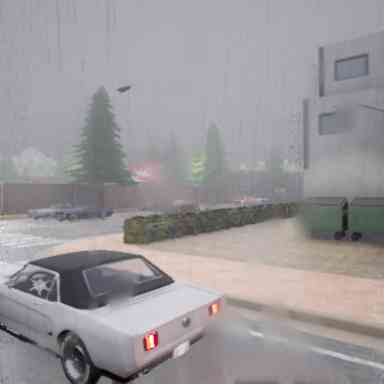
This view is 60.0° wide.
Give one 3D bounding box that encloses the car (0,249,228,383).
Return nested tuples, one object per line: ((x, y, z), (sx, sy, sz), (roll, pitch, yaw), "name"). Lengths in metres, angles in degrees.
((-1.897, 1.621, 5.366), (4.718, 1.301, 1.895), (0, 0, 37), "car")

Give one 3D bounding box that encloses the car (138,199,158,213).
((-4.245, 1.605, 39.374), (2.128, 1.511, 4.902), (0, 0, 36), "car")

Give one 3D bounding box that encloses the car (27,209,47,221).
((-11.733, 1.718, 29.080), (1.895, 1.301, 4.718), (0, 0, 36), "car")

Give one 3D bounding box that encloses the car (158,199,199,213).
((-1.202, 1.578, 37.610), (1.882, 1.535, 5.008), (0, 0, 36), "car")

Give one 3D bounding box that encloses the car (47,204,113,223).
((-8.847, 1.702, 27.096), (1.895, 1.301, 4.718), (0, 0, 36), "car")

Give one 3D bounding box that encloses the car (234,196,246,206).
((9.044, 1.460, 56.369), (4.553, 1.767, 2.097), (0, 0, -45), "car")

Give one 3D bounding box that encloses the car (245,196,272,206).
((11.050, 1.621, 53.398), (1.812, 1.442, 4.674), (0, 0, 44), "car")
